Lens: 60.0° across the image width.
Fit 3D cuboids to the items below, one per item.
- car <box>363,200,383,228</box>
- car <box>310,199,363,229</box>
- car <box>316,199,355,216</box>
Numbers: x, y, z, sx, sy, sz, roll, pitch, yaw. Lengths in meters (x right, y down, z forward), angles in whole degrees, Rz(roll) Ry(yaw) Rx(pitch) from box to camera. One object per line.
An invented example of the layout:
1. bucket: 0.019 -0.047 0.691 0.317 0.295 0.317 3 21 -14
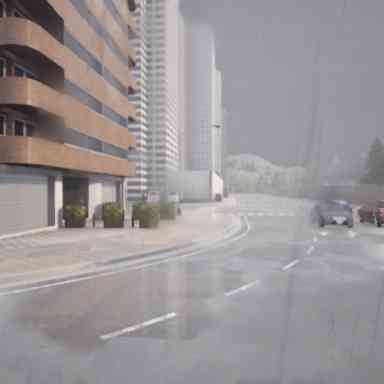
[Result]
1. car: 12.473 1.278 21.698 2.097 1.767 4.553 0 0 10
2. car: 8.795 1.429 21.202 2.128 1.511 4.902 0 0 10
3. car: 13.750 1.443 32.142 1.812 1.442 4.674 0 0 1
